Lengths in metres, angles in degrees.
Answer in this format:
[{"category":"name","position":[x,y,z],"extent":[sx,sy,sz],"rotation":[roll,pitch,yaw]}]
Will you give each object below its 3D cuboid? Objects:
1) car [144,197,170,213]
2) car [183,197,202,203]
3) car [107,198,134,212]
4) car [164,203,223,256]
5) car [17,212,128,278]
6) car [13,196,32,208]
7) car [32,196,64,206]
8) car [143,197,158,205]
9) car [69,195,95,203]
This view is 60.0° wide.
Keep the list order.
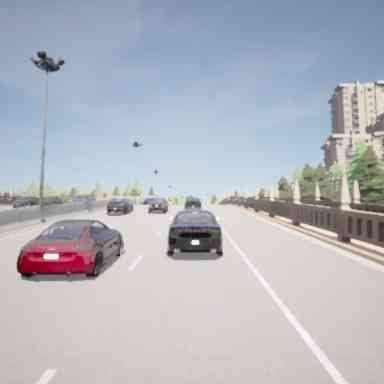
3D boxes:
[{"category":"car","position":[-3.392,1.358,34.519],"extent":[2.033,1.411,5.357],"rotation":[0,0,0]},{"category":"car","position":[0.111,1.296,38.144],"extent":[1.837,1.490,4.892],"rotation":[0,1,0]},{"category":"car","position":[-6.891,1.315,32.218],"extent":[2.128,1.511,4.902],"rotation":[0,0,0]},{"category":"car","position":[0.104,1.410,12.936],"extent":[1.882,1.535,5.008],"rotation":[0,1,0]},{"category":"car","position":[-3.397,1.514,10.040],"extent":[1.994,1.385,4.181],"rotation":[0,0,0]},{"category":"car","position":[-21.054,1.268,42.721],"extent":[1.837,1.490,4.892],"rotation":[0,0,0]},{"category":"car","position":[-17.565,1.274,41.445],"extent":[1.837,1.490,4.892],"rotation":[0,0,0]},{"category":"car","position":[-6.884,1.557,55.965],"extent":[1.994,1.385,4.181],"rotation":[0,-2,0]},{"category":"car","position":[-14.059,1.117,42.650],"extent":[2.097,1.767,4.553],"rotation":[0,0,0]}]
